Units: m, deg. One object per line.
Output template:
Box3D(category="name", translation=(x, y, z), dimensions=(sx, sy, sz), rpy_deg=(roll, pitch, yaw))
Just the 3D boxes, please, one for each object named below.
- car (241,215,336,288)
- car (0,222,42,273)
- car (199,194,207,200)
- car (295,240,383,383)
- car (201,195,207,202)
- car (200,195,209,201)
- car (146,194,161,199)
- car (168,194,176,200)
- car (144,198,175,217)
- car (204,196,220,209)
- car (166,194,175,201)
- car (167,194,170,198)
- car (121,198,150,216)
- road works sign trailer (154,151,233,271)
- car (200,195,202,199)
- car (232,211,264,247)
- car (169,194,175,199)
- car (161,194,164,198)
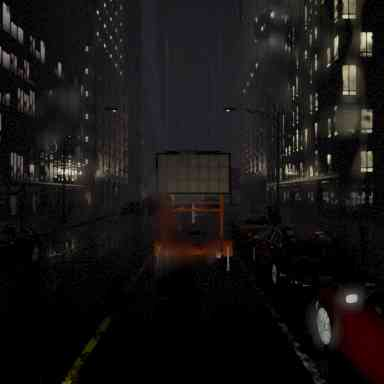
Box3D(category="car", translation=(2.734, 1.550, 8.978), dimensions=(2.008, 1.369, 4.403), rpy_deg=(0, 0, 0))
Box3D(category="car", translation=(-5.646, 1.550, 9.021), dimensions=(2.008, 1.369, 4.403), rpy_deg=(0, 0, 0))
Box3D(category="car", translation=(3.099, 1.390, 94.101), dimensions=(1.887, 1.381, 4.507), rpy_deg=(1, 0, 0))
Box3D(category="car", translation=(2.710, 1.545, 3.304), dimensions=(1.887, 1.381, 4.507), rpy_deg=(0, 0, 0))
Box3D(category="car", translation=(2.929, 1.531, 54.378), dimensions=(1.802, 1.307, 4.206), rpy_deg=(1, 0, 0))
Box3D(category="car", translation=(3.050, 1.446, 82.751), dimensions=(1.947, 1.339, 4.313), rpy_deg=(1, 0, 0))
Box3D(category="car", translation=(-5.499, 1.408, 43.077), dimensions=(1.967, 1.590, 4.097), rpy_deg=(0, 0, 0))
Box3D(category="car", translation=(-5.306, 1.388, 88.311), dimensions=(1.752, 1.417, 4.829), rpy_deg=(1, 0, 0))
Box3D(category="car", translation=(-2.870, 1.548, 30.655), dimensions=(1.994, 1.385, 4.181), rpy_deg=(0, 0, 0))
Box3D(category="car", translation=(2.880, 1.533, 43.029), dimensions=(1.947, 1.339, 4.313), rpy_deg=(0, 0, 0))
Box3D(category="car", translation=(-5.329, 1.320, 82.805), dimensions=(1.967, 1.590, 4.097), rpy_deg=(1, 0, 0))
Box3D(category="car", translation=(-5.428, 1.519, 60.102), dimensions=(1.802, 1.307, 4.206), rpy_deg=(1, 0, 0))
Box3D(category="car", translation=(-5.549, 1.527, 31.725), dimensions=(1.887, 1.381, 4.507), rpy_deg=(0, 0, 0))
Box3D(category="road works sign trailer", translation=(0.046, 0.463, 10.901), dimensions=(2.380, 3.560, 2.880), rpy_deg=(0, 0, 0))
Box3D(category="car", translation=(2.953, 1.519, 60.052), dimensions=(1.802, 1.307, 4.206), rpy_deg=(1, 0, 0))
Box3D(category="car", translation=(2.759, 1.522, 14.825), dimensions=(1.752, 1.417, 4.829), rpy_deg=(0, 0, 0))
Box3D(category="car", translation=(-5.376, 1.226, 71.454), dimensions=(2.192, 1.841, 5.009), rpy_deg=(1, 0, 0))
Box3D(category="car", translation=(-5.474, 1.274, 48.752), dimensions=(2.192, 1.841, 5.009), rpy_deg=(0, 0, 0))
